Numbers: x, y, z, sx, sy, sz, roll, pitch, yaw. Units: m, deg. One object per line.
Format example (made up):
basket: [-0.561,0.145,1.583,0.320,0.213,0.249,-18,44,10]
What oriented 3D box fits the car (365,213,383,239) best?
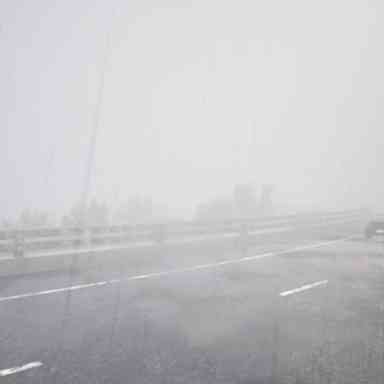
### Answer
car: [11.193,1.881,18.693,1.812,1.442,4.674,-1,-1,44]
